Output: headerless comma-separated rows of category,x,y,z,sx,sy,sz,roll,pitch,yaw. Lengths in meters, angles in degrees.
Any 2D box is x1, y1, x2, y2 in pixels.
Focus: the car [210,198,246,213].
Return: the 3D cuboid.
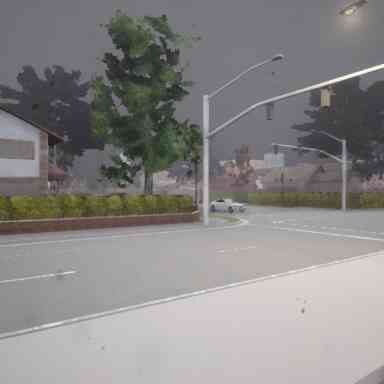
car,3.795,1.435,36.354,1.812,1.442,4.674,0,0,-36
